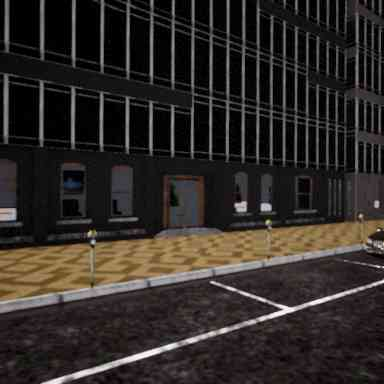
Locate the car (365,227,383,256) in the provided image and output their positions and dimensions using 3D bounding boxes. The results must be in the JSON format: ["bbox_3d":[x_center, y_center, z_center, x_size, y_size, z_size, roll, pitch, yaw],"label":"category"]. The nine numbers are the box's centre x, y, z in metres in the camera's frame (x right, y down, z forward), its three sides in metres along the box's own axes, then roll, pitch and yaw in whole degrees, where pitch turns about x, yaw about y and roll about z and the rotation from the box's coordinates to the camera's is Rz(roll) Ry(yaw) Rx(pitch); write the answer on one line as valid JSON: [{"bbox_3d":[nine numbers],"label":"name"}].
[{"bbox_3d":[8.178,1.673,12.386,4.403,1.369,2.008,1,0,-35],"label":"car"}]
